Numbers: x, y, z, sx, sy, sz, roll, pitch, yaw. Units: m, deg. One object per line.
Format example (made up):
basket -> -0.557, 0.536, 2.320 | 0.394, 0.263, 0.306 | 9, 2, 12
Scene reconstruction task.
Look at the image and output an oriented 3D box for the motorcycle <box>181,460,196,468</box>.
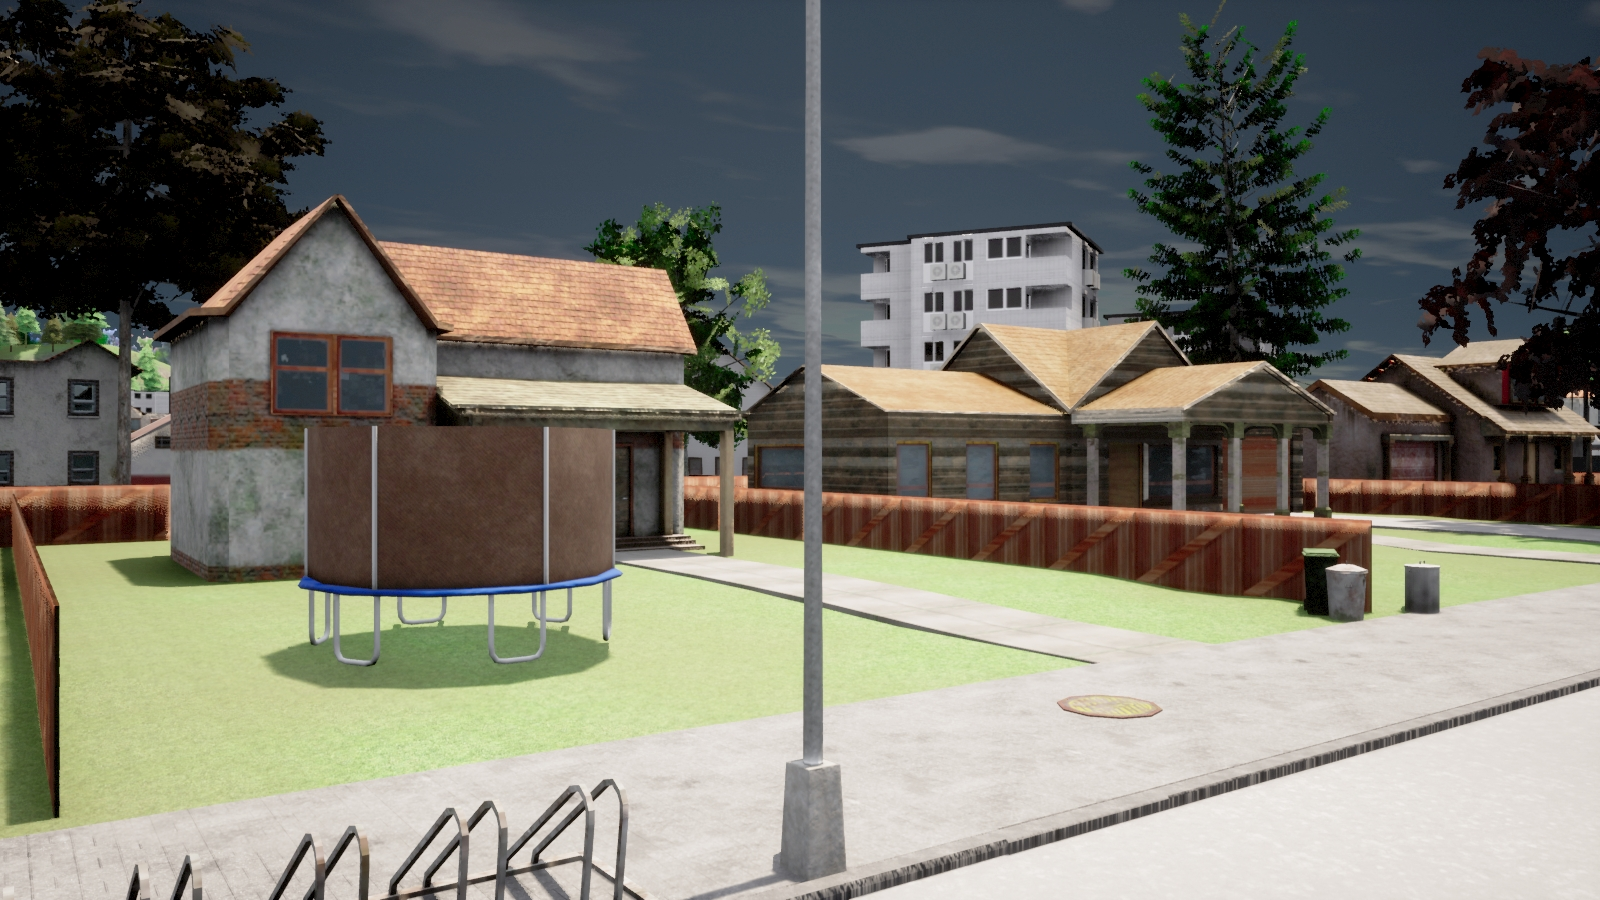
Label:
motorcycle -> -96.800, 2.186, 180.773 | 2.033, 1.199, 0.803 | 0, 0, -35
